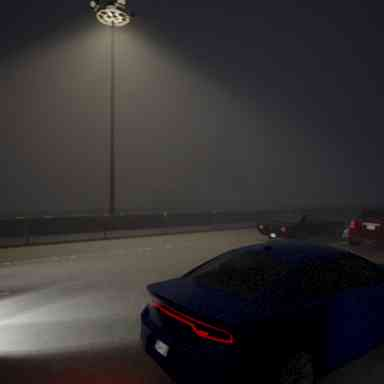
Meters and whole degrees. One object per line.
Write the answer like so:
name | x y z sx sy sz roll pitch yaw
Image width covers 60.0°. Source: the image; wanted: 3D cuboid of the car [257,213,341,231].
car | 5.452 1.667 16.234 4.718 1.301 1.895 0 0 -35

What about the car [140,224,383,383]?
car | 1.692 1.498 4.951 5.008 1.535 1.882 0 0 -35

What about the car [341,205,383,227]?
car | 8.751 1.425 14.287 4.553 1.767 2.097 0 0 -35
